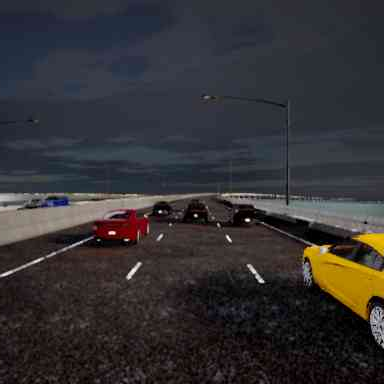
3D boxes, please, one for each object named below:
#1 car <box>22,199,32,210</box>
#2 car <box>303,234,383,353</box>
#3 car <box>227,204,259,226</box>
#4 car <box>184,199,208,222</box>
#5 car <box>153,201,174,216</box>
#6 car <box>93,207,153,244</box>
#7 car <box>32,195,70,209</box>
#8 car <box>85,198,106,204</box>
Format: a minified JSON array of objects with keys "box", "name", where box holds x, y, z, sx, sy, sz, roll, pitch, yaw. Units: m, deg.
[{"box":[-20.621,1.605,44.380,2.097,1.767,4.553,0,0,1],"name":"car"},{"box":[3.628,1.515,6.173,1.882,1.535,5.008,0,0,0],"name":"car"},{"box":[3.781,1.649,24.879,1.837,1.490,4.892,0,0,1],"name":"car"},{"box":[0.316,1.638,27.667,1.882,1.535,5.008,0,0,1],"name":"car"},{"box":[-3.082,1.705,35.025,1.837,1.490,4.892,0,0,1],"name":"car"},{"box":[-3.305,1.573,16.288,1.882,1.535,5.008,0,0,0],"name":"car"},{"box":[-17.178,1.458,41.489,2.150,2.045,5.566,0,0,1],"name":"car"},{"box":[-13.569,1.618,46.982,2.097,1.767,4.553,0,0,1],"name":"car"}]
